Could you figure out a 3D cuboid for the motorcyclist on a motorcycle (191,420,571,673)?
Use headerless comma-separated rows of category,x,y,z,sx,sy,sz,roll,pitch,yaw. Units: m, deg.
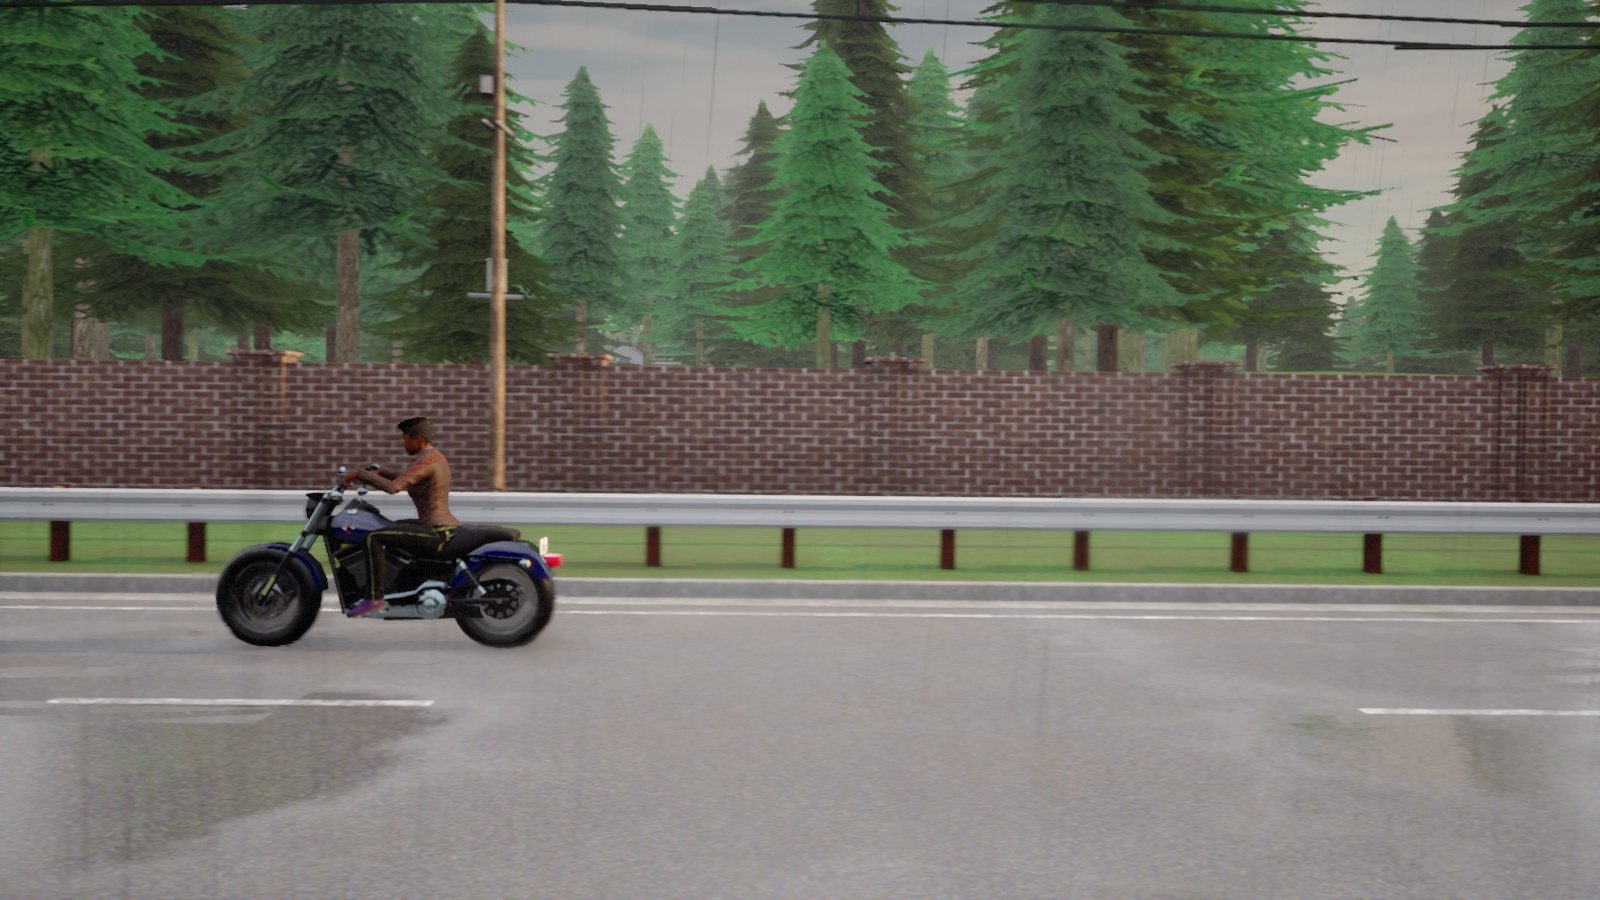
motorcyclist on a motorcycle,-2.851,0.637,8.730,2.350,1.649,0.766,-1,1,-1
